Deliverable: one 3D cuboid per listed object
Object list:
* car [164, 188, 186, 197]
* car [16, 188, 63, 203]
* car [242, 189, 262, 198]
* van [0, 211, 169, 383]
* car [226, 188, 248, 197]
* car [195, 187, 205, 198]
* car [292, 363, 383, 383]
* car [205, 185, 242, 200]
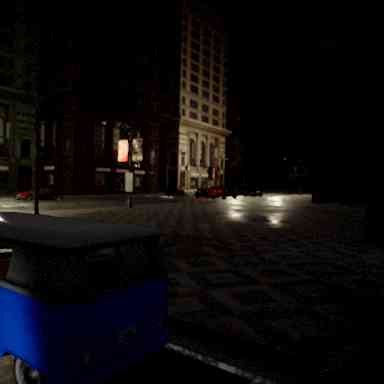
[{"bbox_3d":[-2.821,0.080,56.720,1.994,1.385,4.181,2,2,36],"label":"car"},{"bbox_3d":[-16.879,0.303,36.925,1.882,1.535,5.008,2,2,35],"label":"car"},{"bbox_3d":[10.935,0.238,59.233,1.994,1.385,4.181,2,2,35],"label":"car"},{"bbox_3d":[-2.194,1.235,4.618,3.998,1.788,1.690,2,1,35],"label":"van"},{"bbox_3d":[8.282,0.056,61.105,1.882,1.535,5.008,2,2,35],"label":"car"},{"bbox_3d":[2.469,0.063,52.782,2.097,1.767,4.553,2,2,36],"label":"car"},{"bbox_3d":[2.412,1.612,1.361,4.206,1.307,1.802,2,1,35],"label":"car"},{"bbox_3d":[4.844,0.032,50.518,2.150,2.045,5.566,2,2,36],"label":"car"}]
